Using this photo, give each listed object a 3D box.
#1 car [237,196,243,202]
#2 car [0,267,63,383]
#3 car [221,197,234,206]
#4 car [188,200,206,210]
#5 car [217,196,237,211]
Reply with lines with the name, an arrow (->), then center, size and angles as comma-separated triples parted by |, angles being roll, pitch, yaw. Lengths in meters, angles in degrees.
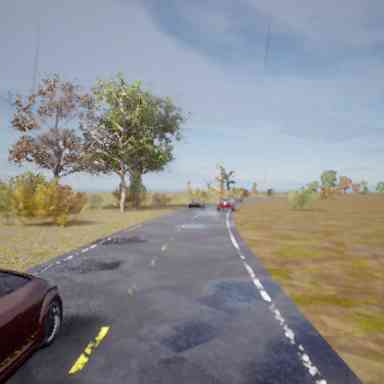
car -> 10.698, 1.592, 77.002 | 2.033, 1.411, 5.357 | 0, 0, 17
car -> -3.016, 1.569, 3.507 | 1.994, 1.385, 4.181 | 0, 0, 1
car -> 6.497, 1.655, 60.240 | 1.837, 1.490, 4.892 | 0, 0, 13
car -> 0.673, 1.714, 45.513 | 1.895, 1.301, 4.718 | 0, 0, 9
car -> 4.326, 1.463, 42.400 | 2.097, 1.767, 4.553 | 0, 0, 9
